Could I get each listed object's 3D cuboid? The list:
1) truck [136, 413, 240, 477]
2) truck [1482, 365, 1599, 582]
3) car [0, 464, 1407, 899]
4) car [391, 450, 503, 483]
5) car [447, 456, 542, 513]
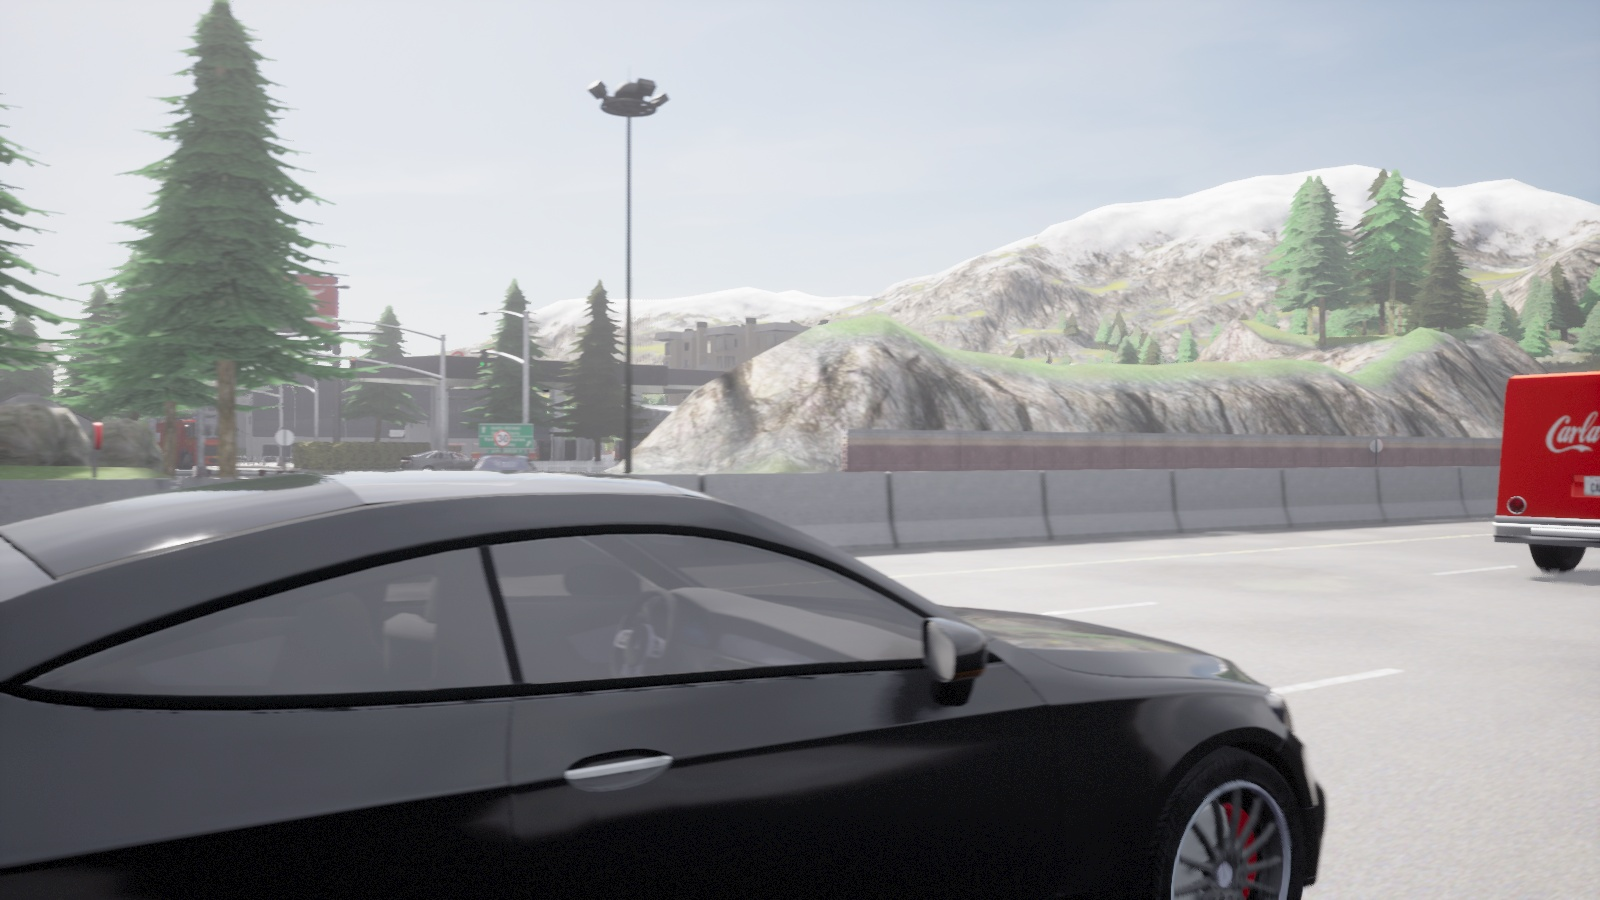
[{"bbox_3d":[-40.734,-0.252,83.490,8.468,3.827,2.891,-3,-1,40],"label":"truck"},{"bbox_3d":[11.219,0.265,15.735,5.204,2.467,2.627,0,0,-35],"label":"truck"},{"bbox_3d":[-0.579,0.779,3.255,4.674,1.442,1.812,0,0,-35],"label":"car"},{"bbox_3d":[-17.488,0.840,62.290,4.902,1.511,2.128,2,-1,-35],"label":"car"},{"bbox_3d":[-8.304,0.883,34.589,2.033,1.411,5.357,0,0,-8],"label":"car"}]
